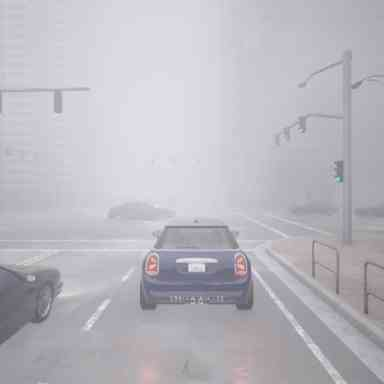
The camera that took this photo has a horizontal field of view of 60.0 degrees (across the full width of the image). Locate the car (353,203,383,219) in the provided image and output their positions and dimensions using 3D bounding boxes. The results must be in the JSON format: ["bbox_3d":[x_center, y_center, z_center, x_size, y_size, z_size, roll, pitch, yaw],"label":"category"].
[{"bbox_3d":[16.500,1.600,28.615,4.718,1.301,1.895,0,0,1],"label":"car"}]

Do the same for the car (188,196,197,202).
[{"bbox_3d":[0.117,1.550,72.611,1.994,1.385,4.181,0,0,0],"label":"car"}]

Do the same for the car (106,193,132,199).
[{"bbox_3d":[-10.522,1.350,48.122,2.097,1.767,4.553,0,0,0],"label":"car"}]

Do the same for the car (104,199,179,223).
[{"bbox_3d":[-3.748,1.477,25.071,5.008,1.535,1.882,0,0,0],"label":"car"}]

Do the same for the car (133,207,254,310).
[{"bbox_3d":[0.092,1.352,7.980,2.097,1.767,4.553,0,0,0],"label":"car"}]

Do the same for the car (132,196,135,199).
[{"bbox_3d":[-10.485,1.503,58.067,1.837,1.490,4.892,0,0,0],"label":"car"}]

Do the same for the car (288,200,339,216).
[{"bbox_3d":[11.705,1.525,32.157,4.674,1.442,1.812,0,0,1],"label":"car"}]

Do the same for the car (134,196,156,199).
[{"bbox_3d":[-7.017,1.562,50.385,1.994,1.385,4.181,0,0,0],"label":"car"}]

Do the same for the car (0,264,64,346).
[{"bbox_3d":[-3.414,1.547,4.121,2.033,1.411,5.357,0,0,-1],"label":"car"}]

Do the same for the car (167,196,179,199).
[{"bbox_3d":[-3.315,1.475,58.235,1.882,1.535,5.008,0,0,0],"label":"car"}]

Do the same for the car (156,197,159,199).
[{"bbox_3d":[-6.976,1.599,60.345,1.895,1.301,4.718,0,0,0],"label":"car"}]
